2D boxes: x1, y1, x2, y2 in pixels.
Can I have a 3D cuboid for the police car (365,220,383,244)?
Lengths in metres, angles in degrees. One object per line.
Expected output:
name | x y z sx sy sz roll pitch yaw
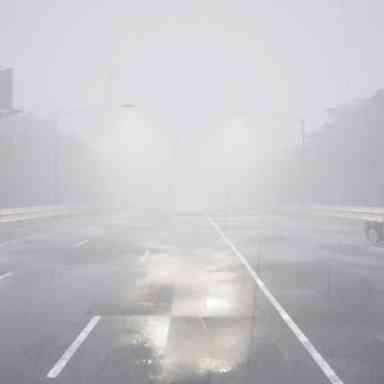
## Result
police car | 9.223 1.460 13.505 1.930 1.638 5.238 0 -1 -11
